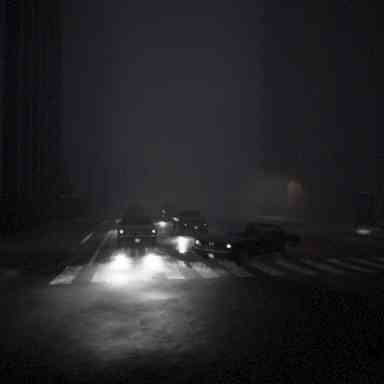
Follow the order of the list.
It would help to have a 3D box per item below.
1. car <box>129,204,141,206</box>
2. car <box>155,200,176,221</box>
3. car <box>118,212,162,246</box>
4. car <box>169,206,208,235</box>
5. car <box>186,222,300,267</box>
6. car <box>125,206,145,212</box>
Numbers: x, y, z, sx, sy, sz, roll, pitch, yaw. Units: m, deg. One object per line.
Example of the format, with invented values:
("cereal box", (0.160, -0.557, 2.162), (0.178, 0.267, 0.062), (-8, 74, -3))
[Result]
("car", (-6.319, 2.153, 36.953), (1.837, 1.490, 4.892), (1, 1, -10))
("car", (-2.322, 1.993, 34.404), (2.097, 1.767, 4.553), (1, -1, -10))
("car", (-2.854, 1.931, 17.341), (1.895, 1.301, 4.718), (1, -1, -10))
("car", (-0.186, 1.944, 22.324), (1.837, 1.490, 4.892), (1, -1, -10))
("car", (2.217, 1.887, 12.818), (4.718, 1.301, 1.895), (1, -1, -44))
("car", (-4.390, 2.036, 25.979), (1.994, 1.385, 4.181), (1, -1, -10))
